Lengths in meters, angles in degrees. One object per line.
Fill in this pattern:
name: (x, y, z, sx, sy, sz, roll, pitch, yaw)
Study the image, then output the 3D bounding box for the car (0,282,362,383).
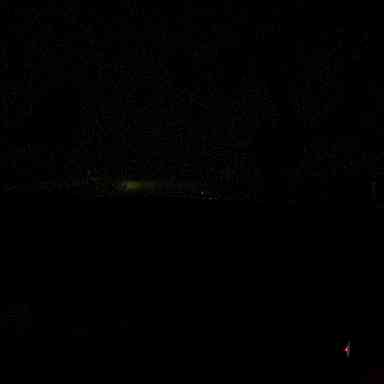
car: (-0.876, 1.546, 2.449, 5.357, 1.411, 2.033, 0, 0, -36)

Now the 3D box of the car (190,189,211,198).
car: (1.636, 0.228, 64.493, 2.097, 1.767, 4.553, 0, 1, -35)
